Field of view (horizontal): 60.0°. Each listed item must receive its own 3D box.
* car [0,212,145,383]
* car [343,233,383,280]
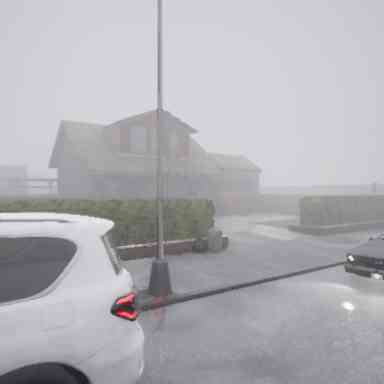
[{"bbox_3d":[-3.068,1.226,2.409,5.566,2.045,2.150,0,0,-36],"label":"car"},{"bbox_3d":[6.418,1.549,9.161,5.357,1.411,2.033,0,0,-35],"label":"car"}]
